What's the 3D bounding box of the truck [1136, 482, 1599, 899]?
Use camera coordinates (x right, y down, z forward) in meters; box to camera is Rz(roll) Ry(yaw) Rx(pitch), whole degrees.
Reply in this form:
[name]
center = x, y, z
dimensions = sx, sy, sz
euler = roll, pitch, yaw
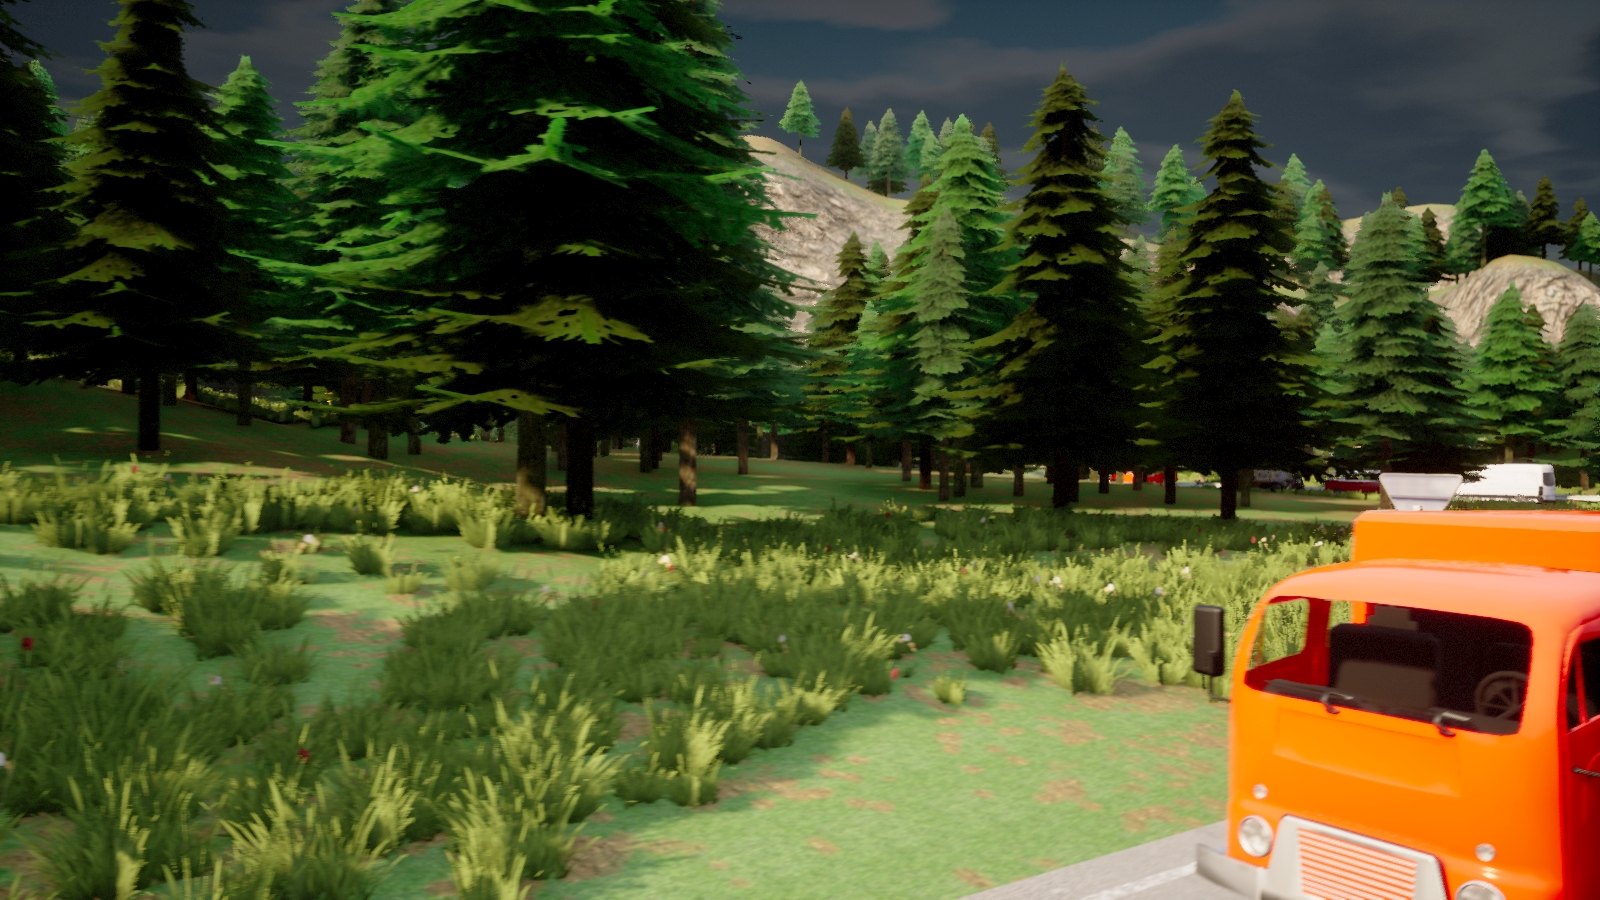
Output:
[truck]
center = 4.896, 1.480, 7.201
dimensions = 5.204, 2.467, 2.627
euler = 1, -1, -35
